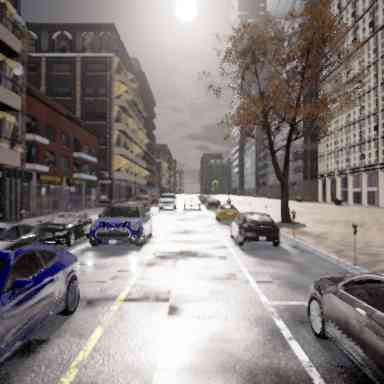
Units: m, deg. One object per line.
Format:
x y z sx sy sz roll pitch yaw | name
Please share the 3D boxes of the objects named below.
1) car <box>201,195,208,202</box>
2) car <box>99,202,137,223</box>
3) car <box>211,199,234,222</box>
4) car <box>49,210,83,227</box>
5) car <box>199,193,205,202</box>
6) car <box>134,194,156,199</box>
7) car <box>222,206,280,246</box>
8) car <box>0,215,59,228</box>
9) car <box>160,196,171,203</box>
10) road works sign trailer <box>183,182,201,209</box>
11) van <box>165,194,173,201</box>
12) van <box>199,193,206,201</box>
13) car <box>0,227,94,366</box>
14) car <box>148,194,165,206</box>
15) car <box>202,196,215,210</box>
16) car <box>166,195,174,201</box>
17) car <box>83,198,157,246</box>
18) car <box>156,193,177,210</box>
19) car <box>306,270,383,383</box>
2.714 1.514 48.314 2.008 1.369 4.403 1 0 0 | car
-5.672 1.543 26.040 1.947 1.339 4.313 1 0 0 | car
2.709 1.503 26.207 1.752 1.417 4.829 1 0 0 | car
-5.675 1.537 14.901 2.008 1.369 4.403 1 0 0 | car
2.718 1.397 59.454 1.967 1.590 4.097 1 0 0 | car
-5.665 1.284 37.180 2.192 1.841 5.009 1 0 0 | car
2.705 1.538 14.897 2.008 1.369 4.403 1 0 0 | car
-5.676 1.557 9.331 1.947 1.339 4.313 1 0 0 | car
-5.661 1.516 70.597 1.947 1.339 4.313 1 0 0 | car
0.011 0.429 45.010 2.380 3.560 2.880 0 0 0 | road works sign trailer
-5.654 1.286 81.737 1.690 1.788 3.998 1 0 0 | van
2.728 1.285 87.303 1.690 1.788 3.998 1 0 0 | van
-3.093 1.521 4.858 1.812 1.442 4.674 0 0 0 | car
-5.661 1.274 53.887 2.192 1.841 5.009 1 0 0 | car
2.713 1.518 42.746 2.008 1.369 4.403 1 0 0 | car
-5.655 1.468 87.136 1.752 1.417 4.829 1 0 0 | car
-3.048 1.338 15.094 2.097 1.767 4.553 0 0 1 | car
-3.078 1.187 42.784 2.150 2.045 5.566 0 0 0 | car
2.702 1.548 3.758 2.008 1.369 4.403 1 0 0 | car
